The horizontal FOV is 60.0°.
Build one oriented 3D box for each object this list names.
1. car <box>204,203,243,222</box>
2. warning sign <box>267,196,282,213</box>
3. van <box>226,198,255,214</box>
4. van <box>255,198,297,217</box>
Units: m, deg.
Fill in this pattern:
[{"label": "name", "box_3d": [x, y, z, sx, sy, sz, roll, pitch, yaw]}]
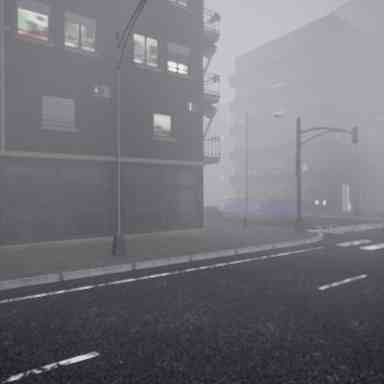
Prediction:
[{"label": "car", "box_3d": [2.029, 1.830, 28.849, 1.802, 1.307, 4.206, -1, 0, -36]}, {"label": "warning sign", "box_3d": [9.250, 1.331, 37.162, 1.300, 1.860, 1.060, 0, 0, -36]}, {"label": "van", "box_3d": [5.443, 1.612, 38.285, 1.690, 1.788, 3.998, -1, 0, -36]}, {"label": "van", "box_3d": [8.763, 1.539, 33.773, 1.690, 1.788, 3.998, -1, 0, -36]}]
